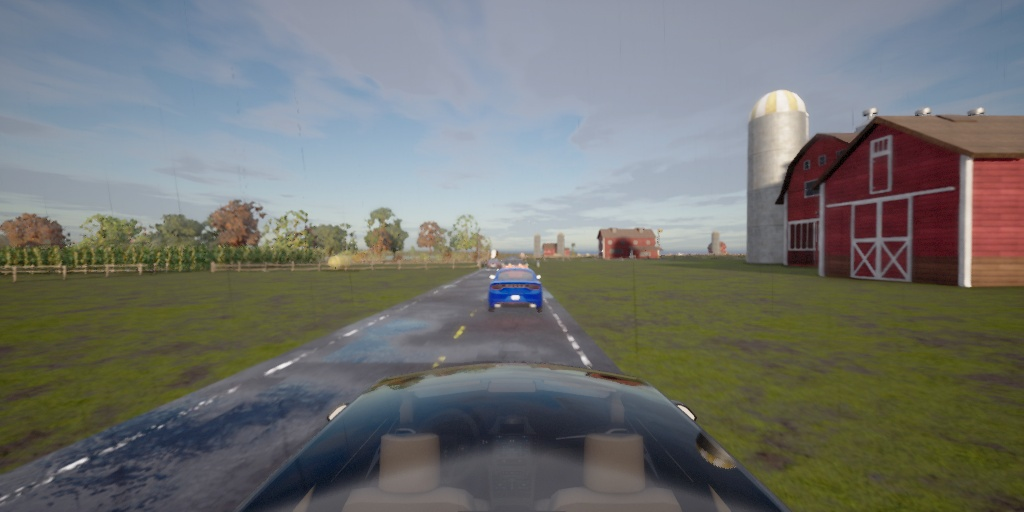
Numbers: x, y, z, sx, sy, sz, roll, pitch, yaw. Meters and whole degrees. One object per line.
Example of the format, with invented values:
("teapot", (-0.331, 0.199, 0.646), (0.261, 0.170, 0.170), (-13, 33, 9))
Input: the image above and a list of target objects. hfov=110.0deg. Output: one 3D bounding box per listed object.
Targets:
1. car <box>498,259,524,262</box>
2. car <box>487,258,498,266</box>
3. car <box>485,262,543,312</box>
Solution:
("car", (0.225, 0.994, 28.468), (2.097, 1.767, 4.553), (0, 0, 1))
("car", (-2.537, 1.067, 50.728), (1.812, 1.442, 4.674), (0, 0, 1))
("car", (0.138, 1.179, 14.081), (1.882, 1.535, 5.008), (0, 0, 0))
